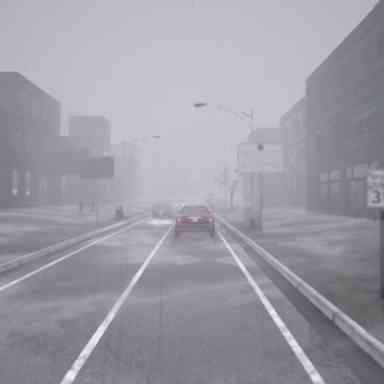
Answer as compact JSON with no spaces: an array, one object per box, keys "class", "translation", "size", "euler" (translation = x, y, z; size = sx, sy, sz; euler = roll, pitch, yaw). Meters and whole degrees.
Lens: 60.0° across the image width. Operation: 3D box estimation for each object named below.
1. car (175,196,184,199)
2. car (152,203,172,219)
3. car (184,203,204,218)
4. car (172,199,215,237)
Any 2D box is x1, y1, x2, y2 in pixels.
[{"class":"car","translation":[-2.760,1.601,75.670],"size":[1.812,1.442,4.674],"euler":[0,2,0]},{"class":"car","translation":[-2.986,1.919,34.458],"size":[2.128,1.511,4.902],"euler":[0,-1,0]},{"class":"car","translation":[0.210,2.026,37.139],"size":[2.033,1.411,5.357],"euler":[0,-1,0]},{"class":"car","translation":[0.157,1.483,19.056],"size":[2.097,1.767,4.553],"euler":[0,-1,0]}]
